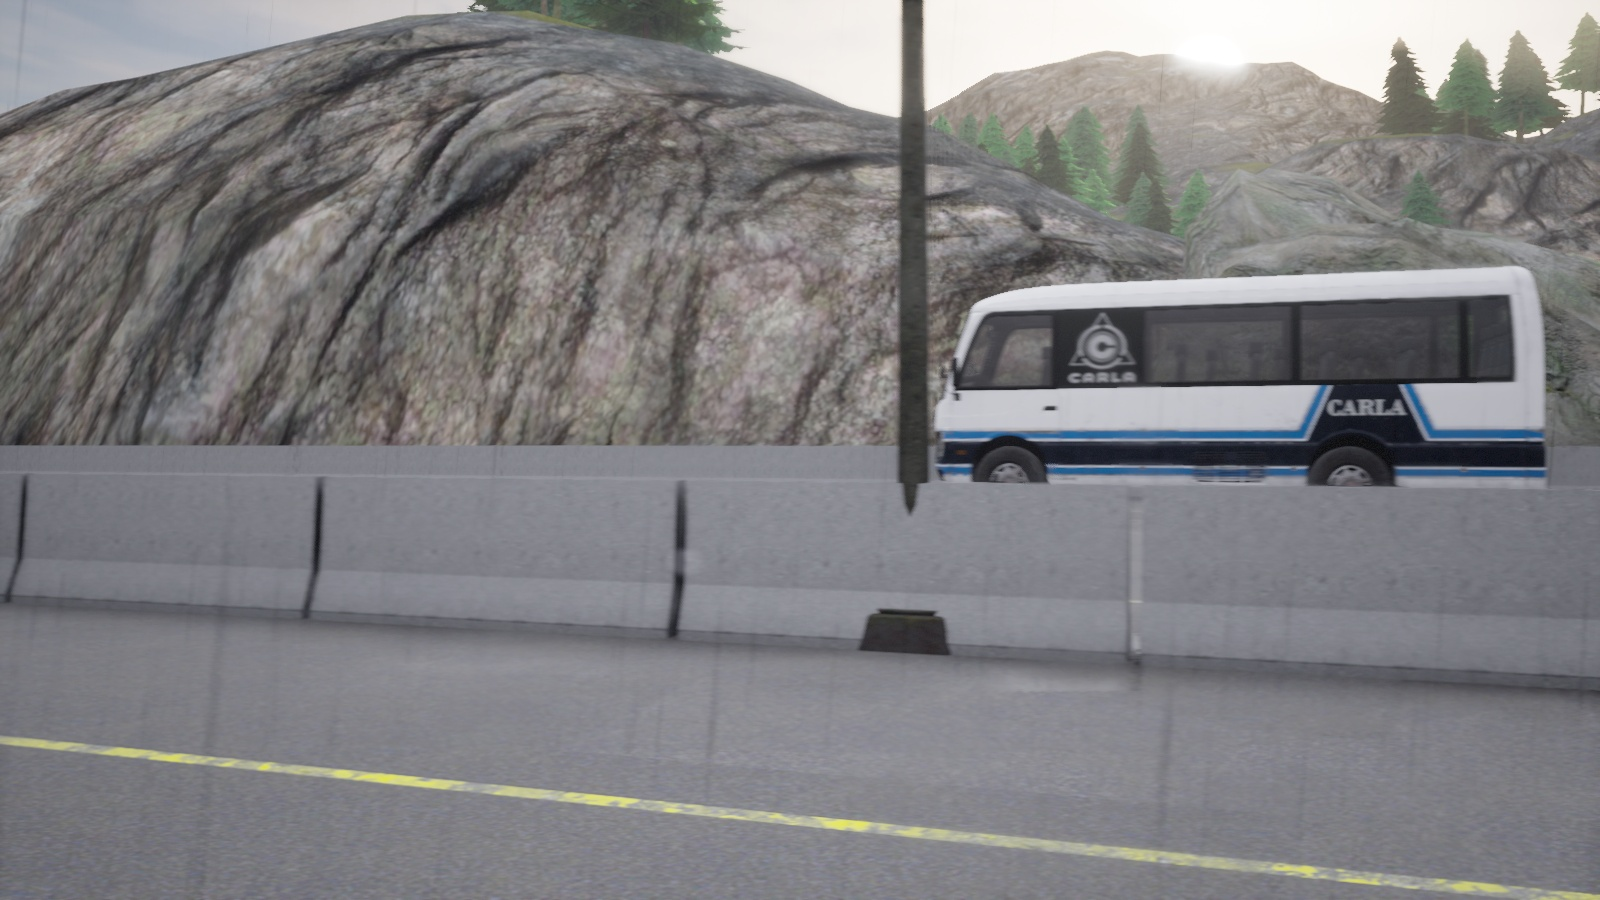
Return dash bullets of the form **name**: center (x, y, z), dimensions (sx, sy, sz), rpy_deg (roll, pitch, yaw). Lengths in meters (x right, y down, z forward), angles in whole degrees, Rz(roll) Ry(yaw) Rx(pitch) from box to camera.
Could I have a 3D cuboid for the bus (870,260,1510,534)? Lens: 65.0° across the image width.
- **bus**: center (6.785, -0.894, 23.045), dimensions (10.273, 4.253, 3.944), rpy_deg (1, 1, 19)
